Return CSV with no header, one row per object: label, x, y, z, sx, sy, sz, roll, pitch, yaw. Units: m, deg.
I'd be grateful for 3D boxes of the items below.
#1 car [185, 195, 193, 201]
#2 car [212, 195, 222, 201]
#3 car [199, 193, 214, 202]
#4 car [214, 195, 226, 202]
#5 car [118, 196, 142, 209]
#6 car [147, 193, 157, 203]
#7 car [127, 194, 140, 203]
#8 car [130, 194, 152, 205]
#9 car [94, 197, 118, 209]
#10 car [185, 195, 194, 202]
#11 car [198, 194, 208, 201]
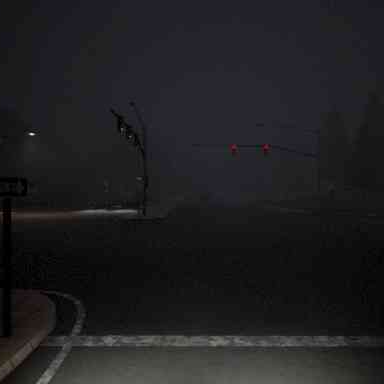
car,-0.750,1.505,83.492,1.994,1.385,4.181,0,0,-1
car,6.249,1.482,83.610,2.128,1.511,4.902,0,0,-1
car,2.911,1.225,73.019,2.150,2.045,5.566,0,0,-1
car,6.403,1.524,73.534,1.812,1.442,4.674,0,0,-1
car,-8.263,1.601,45.120,1.895,1.301,4.718,0,0,-1
car,-8.537,1.225,69.468,2.150,2.045,5.566,0,0,-1
car,-12.025,1.355,68.704,2.097,1.767,4.553,0,0,-1
car,-8.404,1.547,54.904,2.033,1.411,5.357,0,0,-1
car,-11.762,1.601,44.990,1.895,1.301,4.718,0,0,-1
car,-0.590,1.478,73.054,1.882,1.535,5.008,0,0,-1
car,2.749,1.319,83.541,2.097,1.767,4.553,0,0,-1
